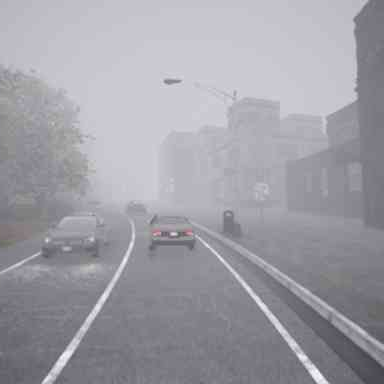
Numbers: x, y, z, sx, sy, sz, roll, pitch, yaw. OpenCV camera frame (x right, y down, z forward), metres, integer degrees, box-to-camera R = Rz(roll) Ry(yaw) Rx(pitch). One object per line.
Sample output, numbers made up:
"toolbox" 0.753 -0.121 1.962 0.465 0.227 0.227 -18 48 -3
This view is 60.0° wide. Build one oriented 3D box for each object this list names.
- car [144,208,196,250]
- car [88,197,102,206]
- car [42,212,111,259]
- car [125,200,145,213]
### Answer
"car" -0.986 1.606 14.746 2.033 1.411 5.357 1 0 -7
"car" -15.751 1.523 53.813 2.033 1.411 5.357 2 0 -20
"car" -4.275 1.552 12.922 1.812 1.442 4.674 1 0 -7
"car" -6.505 1.665 38.165 1.812 1.442 4.674 2 0 -18
